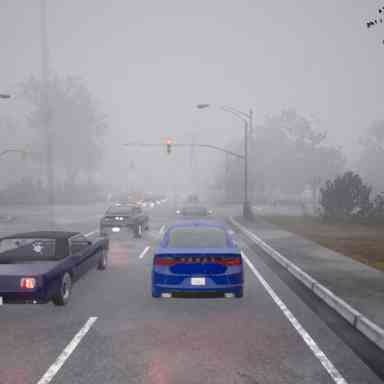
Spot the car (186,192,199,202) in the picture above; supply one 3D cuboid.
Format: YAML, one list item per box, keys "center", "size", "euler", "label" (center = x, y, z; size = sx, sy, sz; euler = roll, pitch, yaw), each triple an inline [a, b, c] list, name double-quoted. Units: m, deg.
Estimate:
- center: [0.180, 1.018, 60.929]
  size: [1.837, 1.490, 4.892]
  euler: [0, 1, 0]
  label: "car"

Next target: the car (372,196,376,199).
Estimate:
- center: [26.320, 0.888, 43.423]
  size: [5.566, 2.045, 2.150]
  euler: [0, 1, -3]
  label: "car"

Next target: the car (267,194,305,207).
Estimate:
- center: [12.048, 1.027, 42.651]
  size: [4.553, 1.767, 2.097]
  euler: [0, 1, -3]
  label: "car"

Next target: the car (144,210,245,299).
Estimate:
- center: [0.114, 1.446, 8.488]
  size: [1.882, 1.535, 5.008]
  euler: [0, 0, 0]
  label: "car"

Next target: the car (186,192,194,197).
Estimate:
- center: [-0.689, 0.641, 91.126]
  size: [1.812, 1.442, 4.674]
  euler: [0, 1, -5]
  label: "car"

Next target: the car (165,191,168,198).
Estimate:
- center: [-6.982, 0.957, 74.243]
  size: [1.895, 1.301, 4.718]
  euler: [0, 1, -1]
  label: "car"

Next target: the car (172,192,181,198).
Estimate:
- center: [-3.854, 0.741, 85.559]
  size: [2.033, 1.411, 5.357]
  euler: [0, 1, -4]
  label: "car"

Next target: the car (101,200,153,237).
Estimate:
- center: [-3.373, 1.402, 17.194]
  size: [1.837, 1.490, 4.892]
  euler: [0, 0, 0]
  label: "car"

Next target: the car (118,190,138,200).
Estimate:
- center: [-10.534, 0.930, 53.800]
  size: [2.097, 1.767, 4.553]
  euler: [0, 0, 1]
  label: "car"

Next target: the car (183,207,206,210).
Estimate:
- center: [0.127, 1.459, 17.470]
  size: [1.994, 1.385, 4.181]
  euler: [0, 0, 0]
  label: "car"

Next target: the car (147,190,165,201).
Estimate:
- center: [-6.963, 0.956, 64.218]
  size: [1.882, 1.535, 5.008]
  euler: [0, 1, 0]
  label: "car"

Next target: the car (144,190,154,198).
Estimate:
- center: [-10.789, 0.445, 84.178]
  size: [2.150, 2.045, 5.566]
  euler: [0, 1, -3]
  label: "car"

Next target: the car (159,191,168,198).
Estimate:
- center: [-7.299, 0.571, 84.477]
  size: [2.097, 1.767, 4.553]
  euler: [0, 1, -3]
  label: "car"

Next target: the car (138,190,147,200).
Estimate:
- center: [-10.461, 0.709, 63.383]
  size: [2.150, 2.045, 5.566]
  euler: [0, 1, 0]
  label: "car"

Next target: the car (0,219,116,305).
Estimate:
- center: [-3.387, 1.573, 7.942]
  size: [1.895, 1.301, 4.718]
  euler: [0, 0, 0]
  label: "car"

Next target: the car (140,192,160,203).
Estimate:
- center: [-7.005, 1.127, 55.409]
  size: [1.994, 1.385, 4.181]
  euler: [0, 1, 0]
  label: "car"
